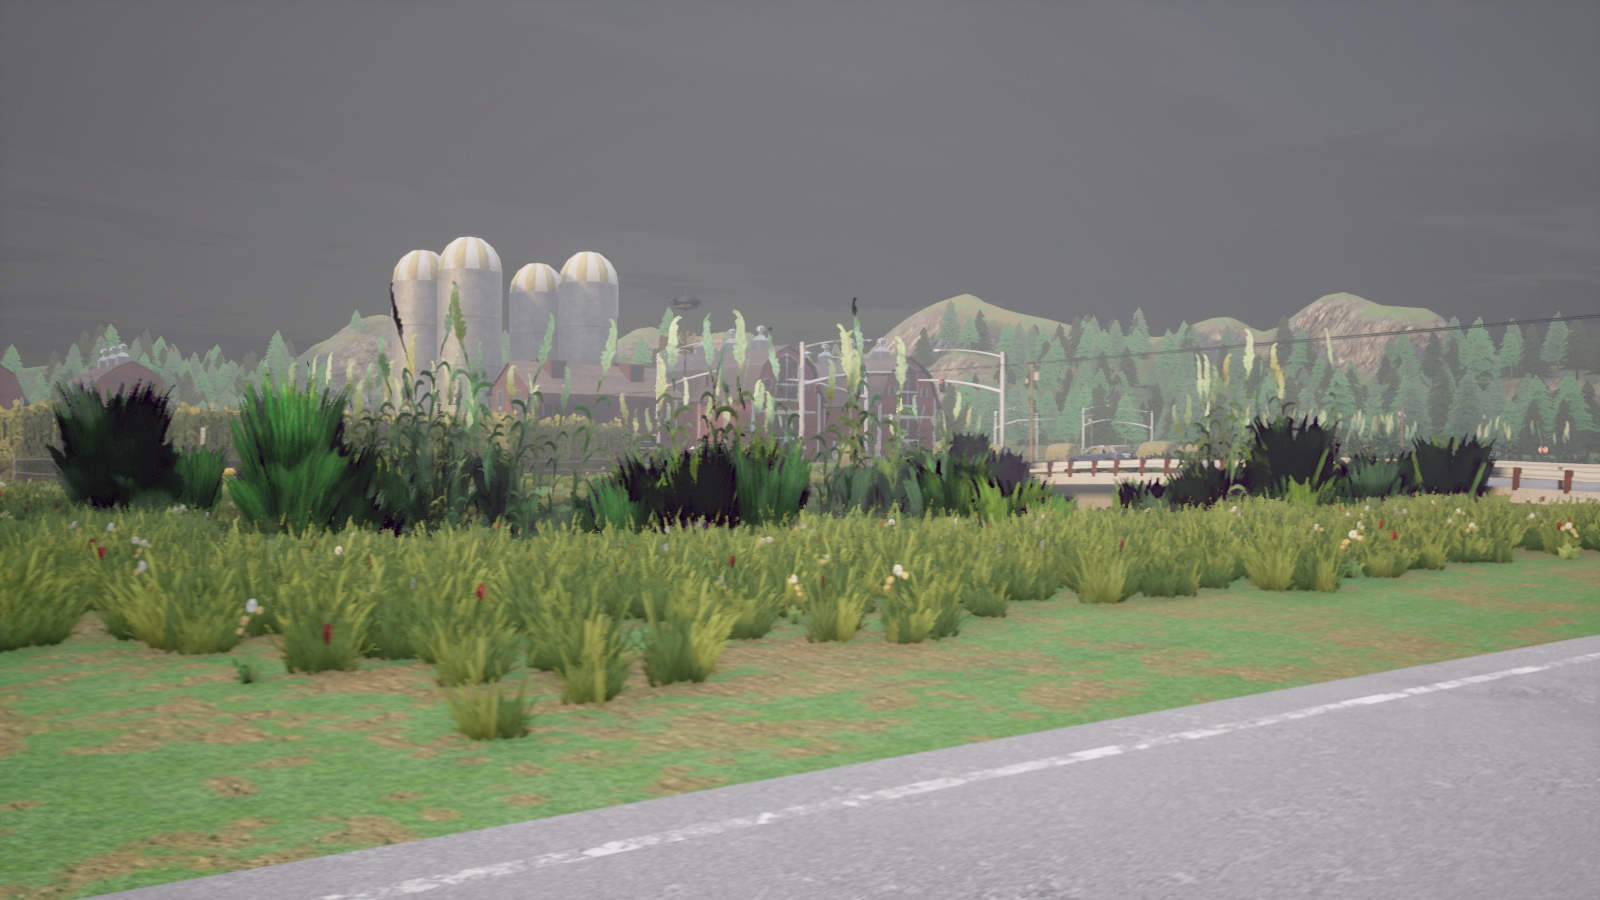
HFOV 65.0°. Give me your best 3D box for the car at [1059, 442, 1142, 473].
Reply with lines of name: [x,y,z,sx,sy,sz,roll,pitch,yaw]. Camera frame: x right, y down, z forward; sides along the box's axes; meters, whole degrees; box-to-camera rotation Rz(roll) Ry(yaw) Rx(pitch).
car: [15.675,0.415,65.608,1.970,1.475,3.806,0,-2,-34]
